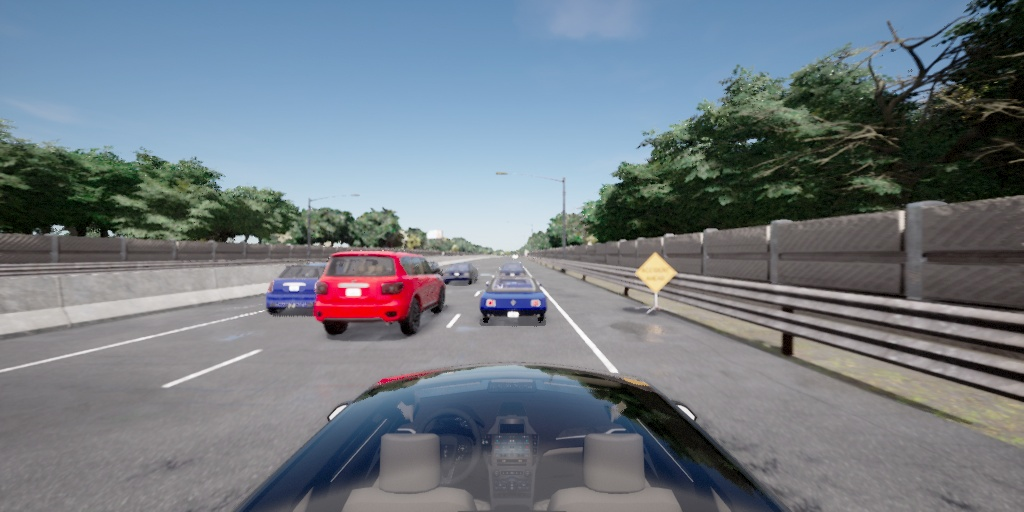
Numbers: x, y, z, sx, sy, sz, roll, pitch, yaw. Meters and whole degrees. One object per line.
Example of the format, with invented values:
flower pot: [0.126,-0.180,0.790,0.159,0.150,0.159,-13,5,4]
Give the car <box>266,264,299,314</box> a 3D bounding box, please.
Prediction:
car: [-6.932,1.033,13.556,2.097,1.767,4.553,0,0,0]

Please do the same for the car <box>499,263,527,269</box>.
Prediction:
car: [0.042,1.161,25.072,2.033,1.411,5.357,0,0,0]

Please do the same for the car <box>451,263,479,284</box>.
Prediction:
car: [-3.458,1.161,25.065,2.033,1.411,5.357,0,0,0]

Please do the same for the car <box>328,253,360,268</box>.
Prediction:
car: [-24.553,0.652,52.671,2.150,2.045,5.566,0,1,1]

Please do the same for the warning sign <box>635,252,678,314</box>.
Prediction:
warning sign: [4.550,0.811,11.349,1.300,1.860,1.060,0,0,0]

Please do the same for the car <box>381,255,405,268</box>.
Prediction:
car: [-17.563,0.782,53.068,2.097,1.767,4.553,0,0,0]

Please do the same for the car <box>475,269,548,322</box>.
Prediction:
car: [0.059,1.293,11.936,1.895,1.301,4.718,0,0,1]

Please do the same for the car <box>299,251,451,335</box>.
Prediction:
car: [-3.450,0.915,10.496,2.150,2.045,5.566,0,-1,0]

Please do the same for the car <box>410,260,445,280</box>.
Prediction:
car: [-6.924,1.109,29.849,1.812,1.442,4.674,0,0,0]

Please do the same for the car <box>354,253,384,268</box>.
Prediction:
car: [-21.056,0.650,52.982,2.150,2.045,5.566,0,1,0]
